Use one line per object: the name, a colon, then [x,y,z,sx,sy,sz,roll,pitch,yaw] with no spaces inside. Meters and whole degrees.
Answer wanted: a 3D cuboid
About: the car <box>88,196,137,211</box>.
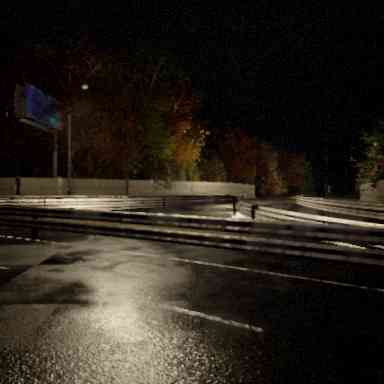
car: [-7.428,1.070,31.349,4.674,1.442,1.812,0,1,-35]
